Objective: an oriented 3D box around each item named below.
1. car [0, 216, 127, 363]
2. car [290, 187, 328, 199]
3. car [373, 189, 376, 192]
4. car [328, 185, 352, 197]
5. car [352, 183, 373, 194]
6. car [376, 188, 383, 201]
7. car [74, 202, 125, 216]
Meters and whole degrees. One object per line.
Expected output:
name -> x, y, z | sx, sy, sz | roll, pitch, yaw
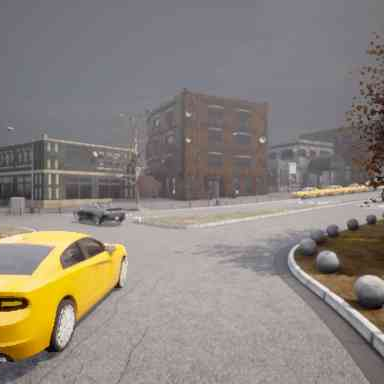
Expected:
car -> -2.633, 1.479, 6.214 | 1.882, 1.535, 5.008 | 0, 0, 4
car -> 15.674, 0.119, 45.352 | 5.366, 1.575, 1.946 | -4, 2, -32
car -> 29.876, -1.133, 54.350 | 5.566, 2.045, 2.435 | -4, 2, -32
car -> 20.334, -0.212, 48.298 | 5.366, 1.575, 1.946 | -4, 2, -32
car -> 24.991, -0.540, 51.253 | 5.366, 1.575, 1.946 | -4, 2, -32
car -> 22.125, 0.195, 35.423 | 4.892, 1.490, 1.837 | -4, 2, -33
car -> -6.750, 1.481, 23.870 | 4.902, 1.511, 2.128 | 1, 1, 45
